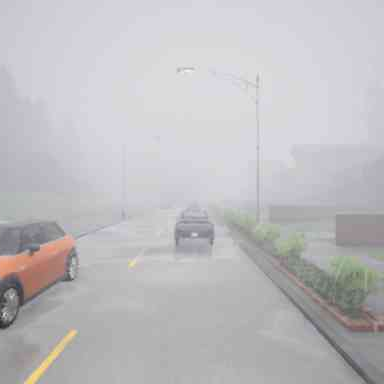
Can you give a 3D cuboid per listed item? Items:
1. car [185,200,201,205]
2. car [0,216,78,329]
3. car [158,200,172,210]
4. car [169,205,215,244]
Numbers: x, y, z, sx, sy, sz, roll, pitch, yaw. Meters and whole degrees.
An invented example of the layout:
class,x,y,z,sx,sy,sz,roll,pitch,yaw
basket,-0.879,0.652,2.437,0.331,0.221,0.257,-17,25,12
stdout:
class,x,y,z,sx,sy,sz,roll,pitch,yaw
car,0.140,1.940,46.039,1.837,1.490,4.892,0,0,0
car,-4.097,1.419,7.026,2.097,1.767,4.553,0,0,0
car,-4.040,2.008,51.021,1.812,1.442,4.674,0,0,0
car,0.111,1.651,16.779,2.128,1.511,4.902,0,-1,0
